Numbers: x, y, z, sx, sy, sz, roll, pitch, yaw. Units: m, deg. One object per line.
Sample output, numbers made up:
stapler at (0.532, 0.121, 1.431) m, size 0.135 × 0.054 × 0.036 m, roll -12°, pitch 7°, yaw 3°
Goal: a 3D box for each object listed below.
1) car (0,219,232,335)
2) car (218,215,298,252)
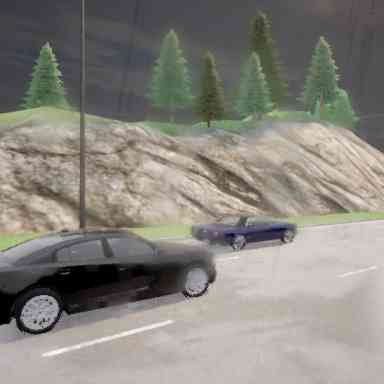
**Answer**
car at (-1.749, 1.477, 6.803) m, size 5.008 × 1.535 × 1.882 m, roll 0°, pitch 0°, yaw -36°
car at (2.355, 1.600, 14.042) m, size 4.718 × 1.301 × 1.895 m, roll 0°, pitch 0°, yaw -36°
